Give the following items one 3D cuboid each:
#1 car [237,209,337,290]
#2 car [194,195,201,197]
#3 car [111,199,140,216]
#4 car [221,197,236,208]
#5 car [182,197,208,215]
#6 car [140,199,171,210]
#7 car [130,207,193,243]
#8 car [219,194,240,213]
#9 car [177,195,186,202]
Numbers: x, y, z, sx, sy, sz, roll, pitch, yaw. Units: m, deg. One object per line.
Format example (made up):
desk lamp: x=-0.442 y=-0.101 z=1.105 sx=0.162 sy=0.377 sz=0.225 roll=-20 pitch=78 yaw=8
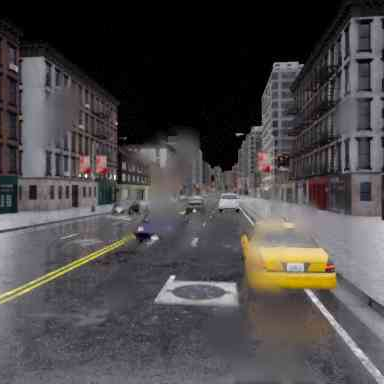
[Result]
car: x=2.303 y=1.453 z=9.102 sx=1.801 sy=1.575 sz=5.366 roll=0 pitch=0 yaw=6
car: x=1.139 y=1.468 z=71.648 sx=1.812 sy=1.442 sz=4.674 roll=0 pitch=0 yaw=6
car: x=-6.322 y=1.476 z=32.368 sx=2.128 sy=1.511 sz=4.902 roll=0 pitch=0 yaw=6
car: x=5.234 y=1.524 z=48.214 sx=2.033 sy=1.411 sz=5.357 roll=0 pitch=0 yaw=6
car: x=0.500 y=1.487 z=33.169 sx=1.837 sy=1.490 sz=4.892 roll=0 pitch=0 yaw=6
car: x=-3.163 y=1.490 z=31.293 sx=1.837 sy=1.490 sz=4.892 roll=0 pitch=0 yaw=6
car: x=-1.289 y=1.595 z=15.993 sx=1.895 sy=1.301 sz=4.718 roll=0 pitch=0 yaw=6
car: x=4.201 y=1.203 z=37.561 sx=2.150 sy=2.045 sz=5.566 roll=0 pitch=0 yaw=7
car: x=-2.008 y=1.453 z=72.814 sx=1.812 sy=1.442 sz=4.674 roll=0 pitch=0 yaw=6
